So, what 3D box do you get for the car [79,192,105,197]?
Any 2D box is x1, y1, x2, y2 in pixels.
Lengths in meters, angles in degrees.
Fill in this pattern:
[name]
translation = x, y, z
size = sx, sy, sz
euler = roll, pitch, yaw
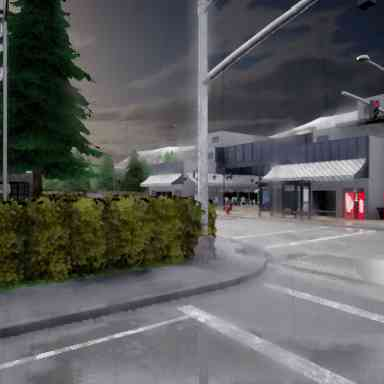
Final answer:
[car]
translation = -10.801, 1.044, 35.846
size = 2.150, 2.045, 5.566
euler = 0, 0, -35
